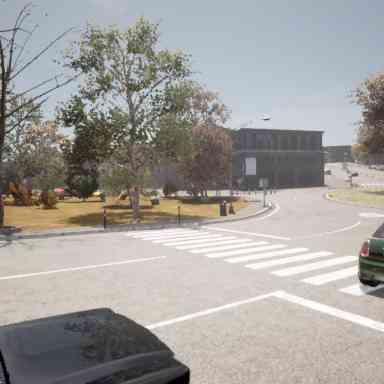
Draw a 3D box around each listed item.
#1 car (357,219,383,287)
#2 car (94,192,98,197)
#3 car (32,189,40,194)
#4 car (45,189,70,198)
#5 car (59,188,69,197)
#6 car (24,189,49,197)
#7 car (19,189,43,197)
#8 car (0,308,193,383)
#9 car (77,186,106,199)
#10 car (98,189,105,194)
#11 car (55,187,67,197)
[{"bbox_3d":[6.043,1.319,7.991,4.553,1.767,2.097,0,0,-34],"label":"car"},{"bbox_3d":[-16.798,0.287,61.753,1.946,1.575,5.366,-1,2,17],"label":"car"},{"bbox_3d":[-33.266,0.102,74.605,2.185,1.767,4.553,0,2,18],"label":"car"},{"bbox_3d":[-28.584,0.294,70.958,2.231,1.521,4.892,-1,2,18],"label":"car"},{"bbox_3d":[-23.874,0.351,67.296,2.163,1.488,4.792,-1,2,17],"label":"car"},{"bbox_3d":[-35.633,0.194,76.308,1.946,1.575,5.366,0,3,18],"label":"car"},{"bbox_3d":[-37.888,0.151,78.348,2.097,1.535,5.008,0,3,19],"label":"car"},{"bbox_3d":[-2.263,1.601,2.127,4.718,1.301,1.895,0,0,-36],"label":"car"},{"bbox_3d":[-19.138,0.054,63.744,2.435,2.045,5.566,-2,2,17],"label":"car"},{"bbox_3d":[-14.385,0.125,60.128,2.185,1.767,4.553,-2,2,16],"label":"car"},{"bbox_3d":[-26.237,0.062,69.101,2.435,2.045,5.566,0,2,17],"label":"car"}]
